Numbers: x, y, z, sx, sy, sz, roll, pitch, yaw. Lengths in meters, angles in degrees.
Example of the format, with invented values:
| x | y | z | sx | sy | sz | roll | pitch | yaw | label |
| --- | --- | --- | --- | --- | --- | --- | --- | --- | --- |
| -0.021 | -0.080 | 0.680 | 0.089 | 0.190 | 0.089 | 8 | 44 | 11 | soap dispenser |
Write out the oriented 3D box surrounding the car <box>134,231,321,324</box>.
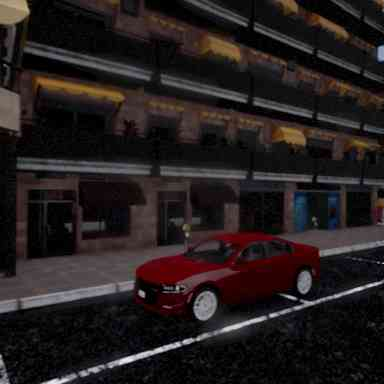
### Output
| x | y | z | sx | sy | sz | roll | pitch | yaw | label |
| --- | --- | --- | --- | --- | --- | --- | --- | --- | --- |
| 0.940 | 1.589 | 7.233 | 4.507 | 1.381 | 1.887 | 1 | 0 | -36 | car |
